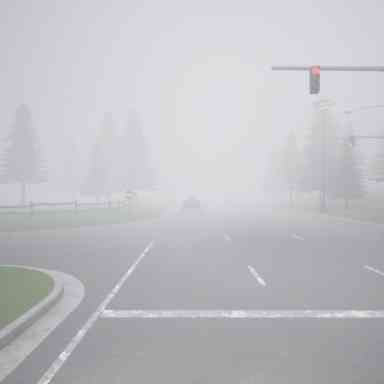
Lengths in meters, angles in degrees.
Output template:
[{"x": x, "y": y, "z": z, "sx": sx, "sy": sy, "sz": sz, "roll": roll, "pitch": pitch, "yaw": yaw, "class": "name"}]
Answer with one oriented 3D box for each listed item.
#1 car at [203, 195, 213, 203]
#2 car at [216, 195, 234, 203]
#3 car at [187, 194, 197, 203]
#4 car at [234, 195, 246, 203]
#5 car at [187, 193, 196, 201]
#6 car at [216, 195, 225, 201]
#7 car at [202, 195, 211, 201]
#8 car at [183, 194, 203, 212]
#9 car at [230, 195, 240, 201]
[{"x": 3.430, "y": 1.545, "z": 70.777, "sx": 1.994, "sy": 1.385, "sz": 4.181, "roll": 0, "pitch": 0, "yaw": 0, "class": "car"}, {"x": 6.930, "y": 1.531, "z": 70.364, "sx": 2.033, "sy": 1.411, "sz": 5.357, "roll": 0, "pitch": 0, "yaw": 0, "class": "car"}, {"x": -0.070, "y": 1.347, "z": 70.743, "sx": 2.097, "sy": 1.767, "sz": 4.553, "roll": 0, "pitch": 0, "yaw": 0, "class": "car"}, {"x": 10.430, "y": 1.516, "z": 70.784, "sx": 1.812, "sy": 1.442, "sz": 4.674, "roll": 0, "pitch": 0, "yaw": 0, "class": "car"}, {"x": -0.080, "y": 1.187, "z": 80.746, "sx": 2.097, "sy": 1.767, "sz": 4.553, "roll": 0, "pitch": 0, "yaw": 0, "class": "car"}, {"x": 6.920, "y": 1.384, "z": 80.783, "sx": 1.994, "sy": 1.385, "sz": 4.181, "roll": 0, "pitch": 0, "yaw": 0, "class": "car"}, {"x": 3.420, "y": 1.427, "z": 80.810, "sx": 1.895, "sy": 1.301, "sz": 4.718, "roll": 0, "pitch": 0, "yaw": 0, "class": "car"}, {"x": -0.039, "y": 1.352, "z": 39.706, "sx": 2.097, "sy": 1.767, "sz": 4.553, "roll": 0, "pitch": 0, "yaw": 0, "class": "car"}, {"x": 10.420, "y": 1.384, "z": 80.787, "sx": 1.994, "sy": 1.385, "sz": 4.181, "roll": 0, "pitch": 0, "yaw": 0, "class": "car"}]
